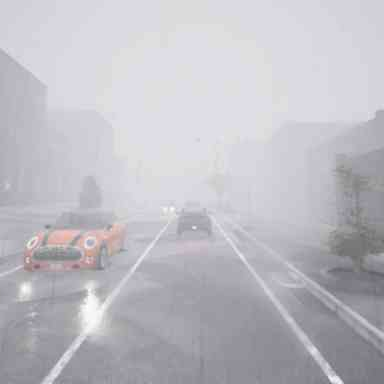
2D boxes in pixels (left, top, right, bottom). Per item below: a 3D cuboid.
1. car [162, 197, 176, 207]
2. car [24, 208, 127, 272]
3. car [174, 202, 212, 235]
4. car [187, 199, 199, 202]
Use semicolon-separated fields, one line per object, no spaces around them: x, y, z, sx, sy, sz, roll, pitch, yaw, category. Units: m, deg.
-3.565;1.536;52.020;2.128;1.511;4.902;0;0;0;car
-3.547;1.370;10.910;2.097;1.767;4.553;0;0;0;car
0.116;1.544;19.226;1.837;1.490;4.892;0;0;0;car
0.113;1.592;37.299;1.837;1.490;4.892;0;0;0;car
